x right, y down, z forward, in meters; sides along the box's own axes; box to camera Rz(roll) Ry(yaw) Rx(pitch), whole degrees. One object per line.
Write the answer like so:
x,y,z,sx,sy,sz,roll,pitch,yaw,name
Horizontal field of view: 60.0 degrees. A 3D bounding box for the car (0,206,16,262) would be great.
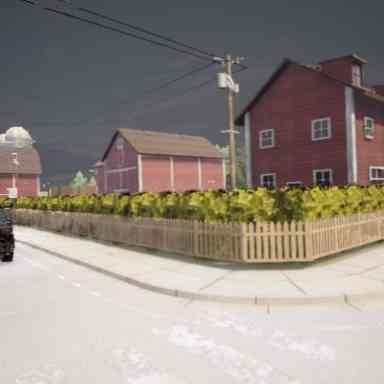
-8.235,1.502,12.258,2.150,2.045,5.566,-2,0,-41,car
